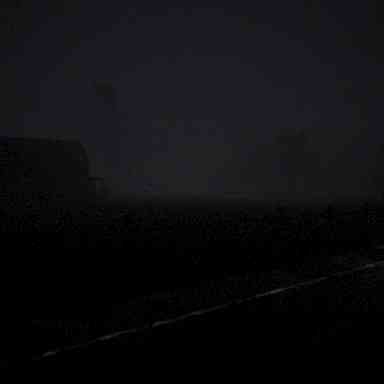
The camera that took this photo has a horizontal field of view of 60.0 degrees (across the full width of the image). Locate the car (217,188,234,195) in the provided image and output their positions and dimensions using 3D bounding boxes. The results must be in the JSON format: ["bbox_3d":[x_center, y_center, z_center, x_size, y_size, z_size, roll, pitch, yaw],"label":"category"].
[{"bbox_3d":[7.544,-0.109,74.979,1.994,1.385,4.181,-2,2,-36],"label":"car"}]
